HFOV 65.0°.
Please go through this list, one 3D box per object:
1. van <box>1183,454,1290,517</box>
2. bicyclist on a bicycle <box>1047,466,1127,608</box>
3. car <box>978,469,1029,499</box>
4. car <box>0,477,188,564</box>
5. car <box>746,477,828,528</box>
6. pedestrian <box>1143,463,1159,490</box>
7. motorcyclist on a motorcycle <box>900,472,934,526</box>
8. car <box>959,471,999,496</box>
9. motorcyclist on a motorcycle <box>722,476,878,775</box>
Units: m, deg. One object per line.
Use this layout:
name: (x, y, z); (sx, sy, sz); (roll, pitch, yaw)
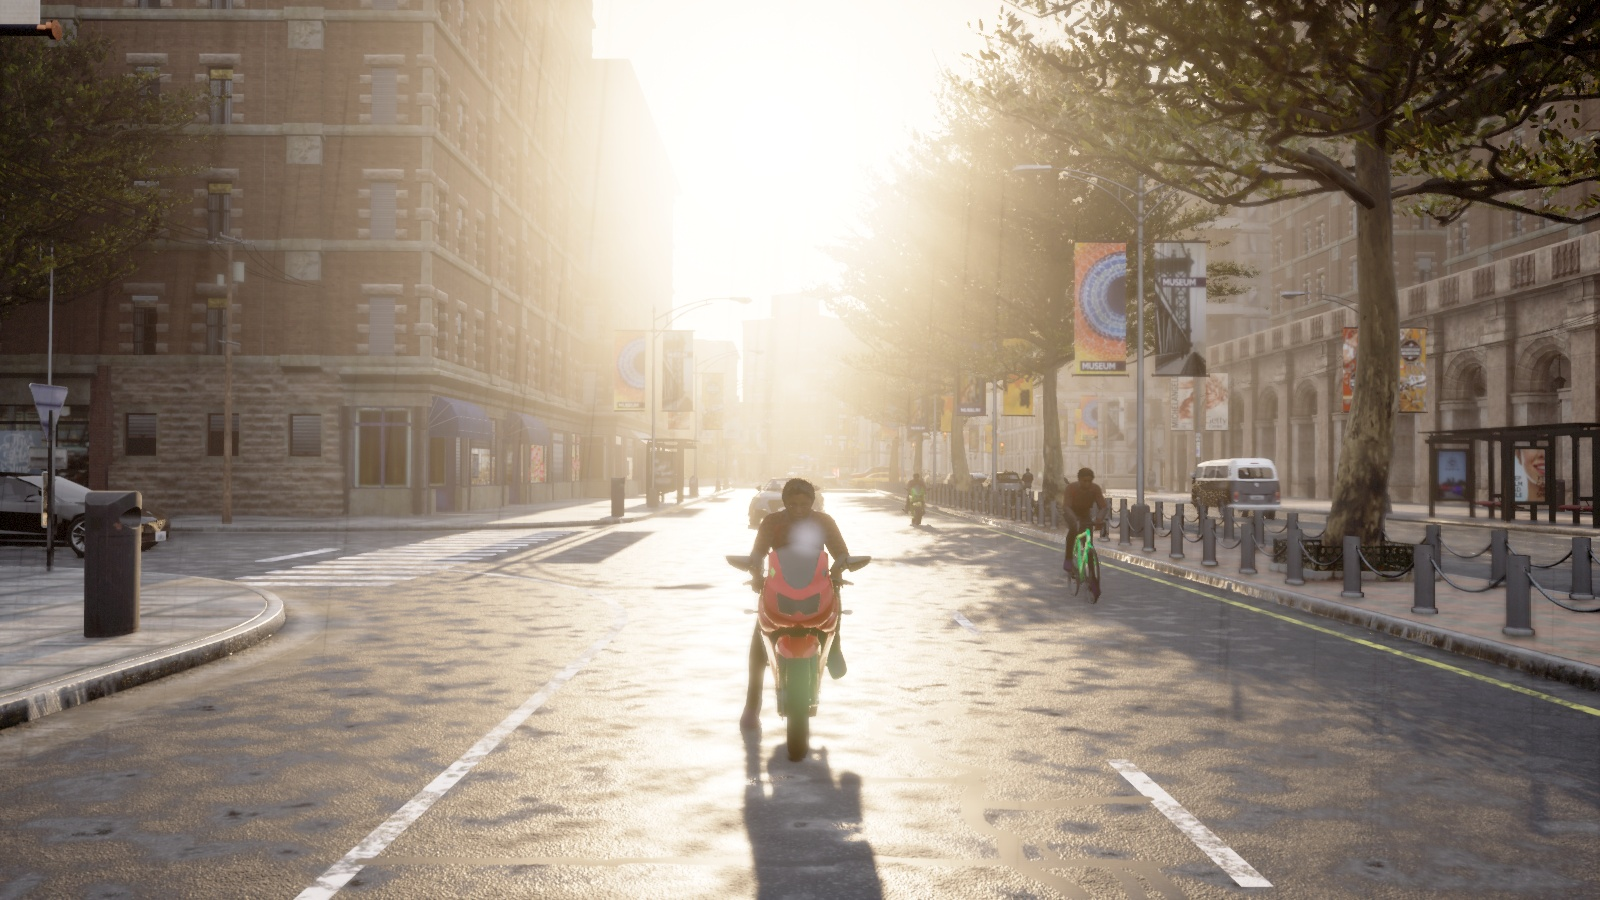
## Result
van: (14.886, 1.201, 43.114); (2.069, 2.038, 4.480); (0, -1, 0)
bicyclist on a bicycle: (3.459, 1.009, 15.245); (0.582, 1.620, 1.656); (0, -1, 0)
car: (11.311, 1.873, 70.087); (2.033, 1.649, 4.856); (0, -1, 0)
car: (-14.050, 1.253, 22.836); (4.792, 1.488, 2.163); (0, -1, -1)
car: (-0.323, 1.501, 37.105); (1.994, 1.385, 4.181); (0, -1, 5)
pedestrian: (24.774, 1.856, 88.617); (0.874, 1.855, 0.900); (0, -1, 0)
motorcyclist on a motorcycle: (3.404, 1.396, 36.619); (0.797, 1.523, 2.044); (0, -1, 0)
car: (11.291, 2.105, 79.474); (1.837, 1.490, 4.892); (0, -1, 0)
motorcyclist on a motorcycle: (-0.005, 0.922, 7.471); (0.797, 1.523, 2.044); (0, -1, 0)
